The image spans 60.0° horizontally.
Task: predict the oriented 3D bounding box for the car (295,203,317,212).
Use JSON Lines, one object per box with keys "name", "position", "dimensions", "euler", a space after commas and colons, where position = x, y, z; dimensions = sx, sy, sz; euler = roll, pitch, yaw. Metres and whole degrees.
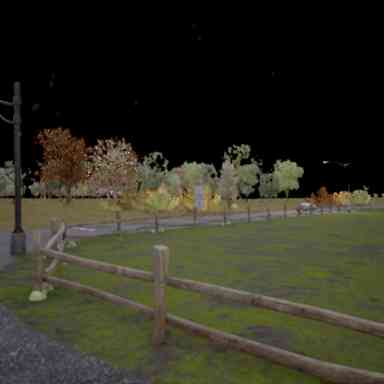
{"name": "car", "position": [18.331, 2.419, 53.356], "dimensions": [2.033, 1.411, 5.357], "euler": [-1, -2, 40]}
